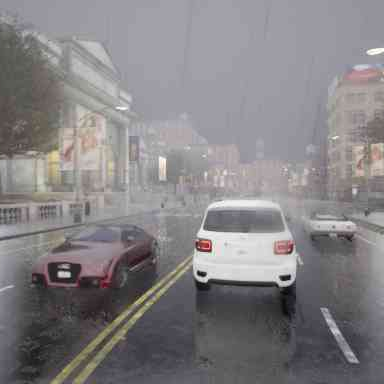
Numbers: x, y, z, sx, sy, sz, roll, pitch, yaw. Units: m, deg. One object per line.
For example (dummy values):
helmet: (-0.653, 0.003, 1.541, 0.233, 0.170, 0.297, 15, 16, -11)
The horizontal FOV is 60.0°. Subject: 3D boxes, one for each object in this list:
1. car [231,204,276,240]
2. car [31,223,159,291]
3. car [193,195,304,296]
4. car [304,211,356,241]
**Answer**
car: (3.436, 1.492, 18.269, 2.128, 1.511, 4.902, 0, 0, 12)
car: (-2.324, 1.564, 9.015, 1.994, 1.385, 4.181, 0, 0, 11)
car: (1.469, 1.221, 8.964, 2.150, 2.045, 5.566, 0, 0, 11)
car: (6.721, 1.601, 16.859, 1.895, 1.301, 4.718, 0, 0, 12)
